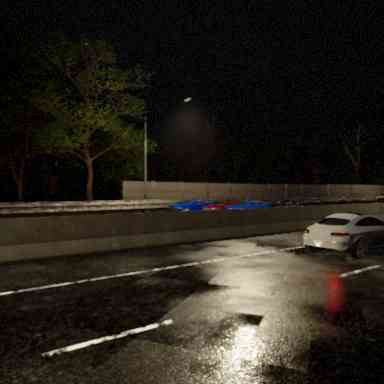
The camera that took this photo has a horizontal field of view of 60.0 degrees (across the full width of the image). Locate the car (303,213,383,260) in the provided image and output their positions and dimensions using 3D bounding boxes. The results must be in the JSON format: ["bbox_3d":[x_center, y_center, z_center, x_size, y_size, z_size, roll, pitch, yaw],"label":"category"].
[{"bbox_3d":[6.064,1.502,12.374,4.674,1.442,1.812,0,0,-35],"label":"car"}]

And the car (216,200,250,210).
[{"bbox_3d":[4.871,1.440,28.955,5.008,1.535,1.882,0,0,-35],"label":"car"}]

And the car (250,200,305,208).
[{"bbox_3d":[7.166,1.466,26.292,4.892,1.490,1.837,0,0,-35],"label":"car"}]

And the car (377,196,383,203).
[{"bbox_3d":[34.386,1.435,58.475,4.902,1.511,2.128,0,0,-35],"label":"car"}]

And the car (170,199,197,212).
[{"bbox_3d":[0.089,1.442,33.564,5.008,1.535,1.882,0,0,-38],"label":"car"}]

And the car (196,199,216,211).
[{"bbox_3d":[3.059,1.488,31.962,4.674,1.442,1.812,0,0,-35],"label":"car"}]
